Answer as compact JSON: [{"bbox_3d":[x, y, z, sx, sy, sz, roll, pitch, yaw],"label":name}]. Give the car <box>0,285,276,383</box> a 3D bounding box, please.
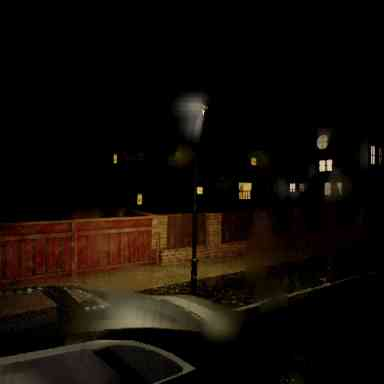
[{"bbox_3d":[-1.612,1.491,1.922,4.902,1.511,2.128,0,0,-35],"label":"car"}]
